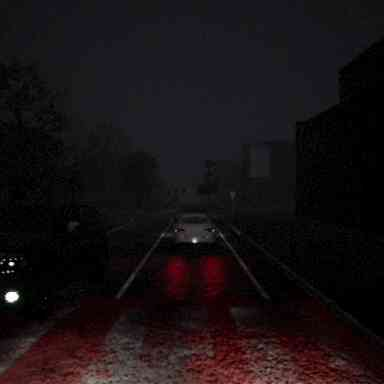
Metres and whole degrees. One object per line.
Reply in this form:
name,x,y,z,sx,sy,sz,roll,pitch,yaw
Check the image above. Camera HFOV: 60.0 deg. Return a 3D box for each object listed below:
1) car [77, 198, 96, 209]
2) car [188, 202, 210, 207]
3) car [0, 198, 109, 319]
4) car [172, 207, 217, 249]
car,-16.030,1.674,50.890,1.882,1.535,5.008,-1,0,-7
car,0.638,1.681,31.325,1.882,1.535,5.008,0,0,5
car,-3.344,1.177,7.061,2.150,2.045,5.566,0,-4,0
car,0.102,1.627,14.980,1.812,1.442,4.674,0,0,0
